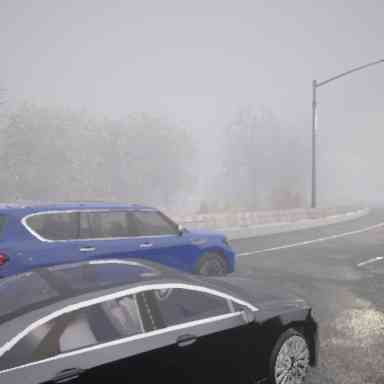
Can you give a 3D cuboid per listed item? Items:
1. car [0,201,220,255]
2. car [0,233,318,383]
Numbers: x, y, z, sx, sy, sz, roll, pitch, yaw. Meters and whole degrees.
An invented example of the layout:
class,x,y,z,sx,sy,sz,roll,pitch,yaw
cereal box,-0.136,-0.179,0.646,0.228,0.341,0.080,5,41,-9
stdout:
class,x,y,z,sx,sy,sz,roll,pitch,yaw
car,-1.589,1.224,7.096,5.566,2.045,2.150,1,0,-38
car,-0.612,1.495,3.501,4.902,1.511,2.128,1,0,-37
